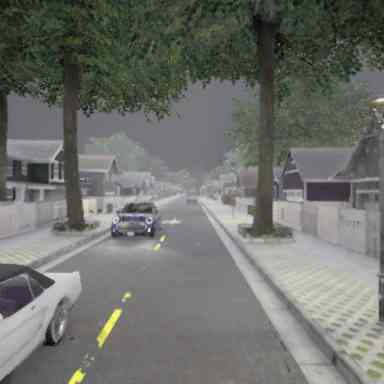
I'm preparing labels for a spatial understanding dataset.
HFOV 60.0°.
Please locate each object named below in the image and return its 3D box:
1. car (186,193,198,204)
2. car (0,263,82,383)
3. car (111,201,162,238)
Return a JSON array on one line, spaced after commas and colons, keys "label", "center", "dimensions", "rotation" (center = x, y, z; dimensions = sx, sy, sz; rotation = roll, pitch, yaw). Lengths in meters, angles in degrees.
[{"label": "car", "center": [-0.026, 1.355, 58.907], "dimensions": [2.128, 1.511, 4.902], "rotation": [0, 0, 0]}, {"label": "car", "center": [-2.843, 1.590, 3.559], "dimensions": [1.895, 1.301, 4.718], "rotation": [0, 0, 0]}, {"label": "car", "center": [-2.765, 1.304, 17.382], "dimensions": [2.097, 1.767, 4.553], "rotation": [0, 0, 0]}]
